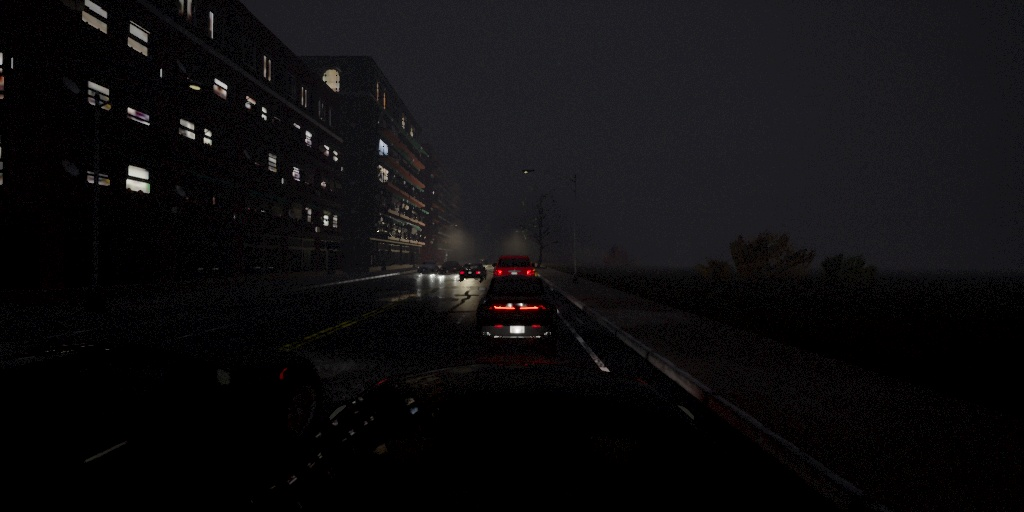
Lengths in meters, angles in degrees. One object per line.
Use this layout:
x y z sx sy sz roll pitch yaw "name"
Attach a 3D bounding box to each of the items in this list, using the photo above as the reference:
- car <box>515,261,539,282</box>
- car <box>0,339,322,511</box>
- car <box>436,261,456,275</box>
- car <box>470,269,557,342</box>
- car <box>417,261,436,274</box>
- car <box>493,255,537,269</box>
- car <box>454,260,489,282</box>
1.164 1.208 30.503 1.801 1.575 5.366 0 0 0 "car"
-3.150 1.276 2.294 1.812 1.442 4.674 0 0 0 "car"
-6.569 1.278 38.717 1.812 1.442 4.674 0 0 0 "car"
0.109 1.256 9.748 1.837 1.490 4.892 0 0 0 "car"
-9.814 1.278 42.340 1.812 1.442 4.674 0 0 0 "car"
0.116 0.974 20.095 2.150 2.045 5.566 0 0 0 "car"
-3.125 1.299 29.320 2.033 1.411 5.357 0 0 0 "car"
